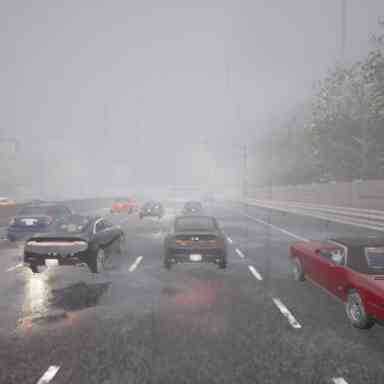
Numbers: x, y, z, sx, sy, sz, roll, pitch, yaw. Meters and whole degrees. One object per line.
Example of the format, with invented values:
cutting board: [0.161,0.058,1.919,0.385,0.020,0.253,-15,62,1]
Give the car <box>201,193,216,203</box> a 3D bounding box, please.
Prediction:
car: [3.480,1.469,69.462,1.812,1.442,4.674,0,0,0]

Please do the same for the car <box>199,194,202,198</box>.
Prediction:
car: [3.479,1.192,83.512,2.150,2.045,5.566,0,0,0]

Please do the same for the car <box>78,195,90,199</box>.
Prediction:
car: [-24.519,1.309,75.721,1.812,1.442,4.674,0,0,0]

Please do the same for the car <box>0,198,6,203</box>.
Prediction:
car: [-21.098,1.447,35.748,1.882,1.535,5.008,0,0,0]

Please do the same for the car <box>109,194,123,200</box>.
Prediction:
car: [-17.520,1.116,77.161,2.033,1.411,5.357,0,0,0]

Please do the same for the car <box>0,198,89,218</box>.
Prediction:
car: [-6.905,1.336,16.255,2.097,1.767,4.553,0,0,0]

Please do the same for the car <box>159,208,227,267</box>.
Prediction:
car: [0.097,1.493,11.285,1.837,1.490,4.892,0,0,0]

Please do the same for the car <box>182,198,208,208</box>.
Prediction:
car: [0.089,1.521,29.665,2.033,1.411,5.357,0,0,0]

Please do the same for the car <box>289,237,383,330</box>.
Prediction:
car: [3.549,1.576,6.840,1.895,1.301,4.718,0,0,-1]

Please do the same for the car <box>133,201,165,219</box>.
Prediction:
car: [-3.406,1.522,28.835,2.033,1.411,5.357,0,0,0]

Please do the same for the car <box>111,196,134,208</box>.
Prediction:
car: [-6.909,1.323,34.222,2.097,1.767,4.553,0,0,0]

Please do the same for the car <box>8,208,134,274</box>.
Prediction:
car: [-3.402,1.480,10.489,2.128,1.511,4.902,0,0,0]

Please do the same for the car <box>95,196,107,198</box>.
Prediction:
car: [-21.020,1.115,77.160,2.033,1.411,5.357,0,0,0]
